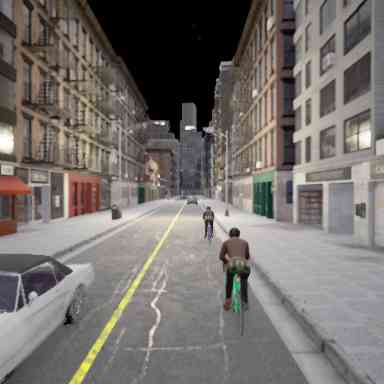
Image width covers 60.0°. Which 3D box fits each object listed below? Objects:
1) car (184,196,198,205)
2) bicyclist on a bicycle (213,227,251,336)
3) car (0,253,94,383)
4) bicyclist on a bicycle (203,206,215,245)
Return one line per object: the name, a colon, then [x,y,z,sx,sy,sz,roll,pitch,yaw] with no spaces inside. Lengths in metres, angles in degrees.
car: [0.085,1.583,60.999,2.033,1.411,5.357,0,0,0]
bicyclist on a bicycle: [0.754,1.452,5.727,0.582,1.620,1.656,0,0,0]
car: [-2.849,1.600,4.313,1.895,1.301,4.718,0,0,0]
bicyclist on a bicycle: [0.752,1.453,14.723,0.582,1.620,1.656,0,0,0]
